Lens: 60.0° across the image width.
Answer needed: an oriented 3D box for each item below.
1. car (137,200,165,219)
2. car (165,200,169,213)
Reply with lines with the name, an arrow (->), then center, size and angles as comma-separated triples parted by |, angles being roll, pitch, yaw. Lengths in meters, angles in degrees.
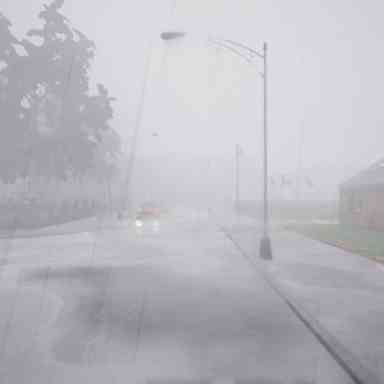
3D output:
car -> -4.104, 1.702, 32.679 | 2.097, 1.767, 4.553 | 0, -1, 0
car -> -4.085, 1.811, 42.930 | 2.097, 1.767, 4.553 | 0, -1, 0
